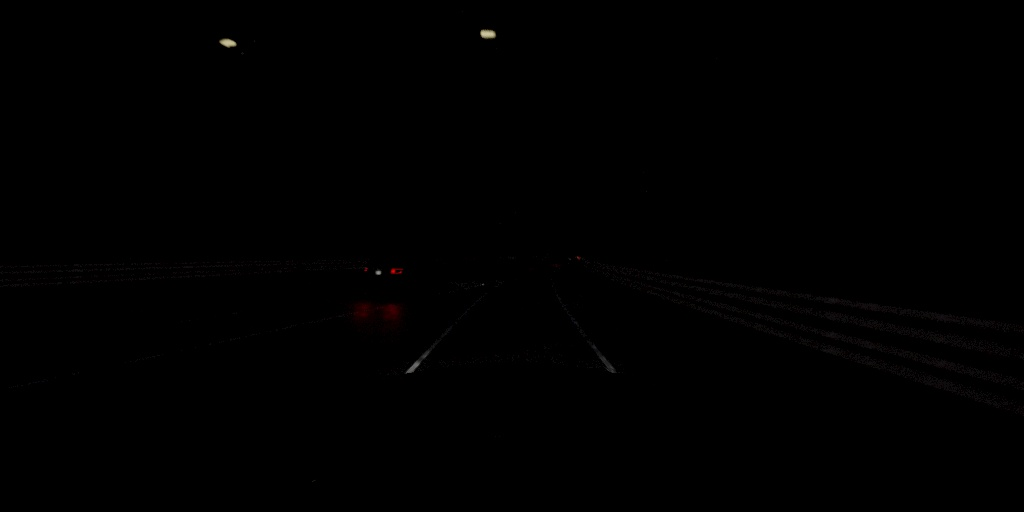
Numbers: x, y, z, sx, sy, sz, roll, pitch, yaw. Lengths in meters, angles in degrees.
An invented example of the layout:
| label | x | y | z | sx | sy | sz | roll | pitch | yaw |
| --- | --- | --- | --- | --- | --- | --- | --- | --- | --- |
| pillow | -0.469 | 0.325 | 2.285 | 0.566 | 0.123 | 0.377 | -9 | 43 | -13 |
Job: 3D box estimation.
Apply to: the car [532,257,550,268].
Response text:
| label | x | y | z | sx | sy | sz | roll | pitch | yaw |
| --- | --- | --- | --- | --- | --- | --- | --- | --- | --- |
| car | 4.069 | 0.884 | 50.573 | 1.882 | 1.535 | 5.008 | 1 | 0 | 15 |

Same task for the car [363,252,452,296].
| label | x | y | z | sx | sy | sz | roll | pitch | yaw |
| --- | --- | --- | --- | --- | --- | --- | --- | --- | --- |
| car | -5.077 | 0.805 | 18.223 | 2.150 | 2.045 | 5.566 | 1 | 0 | 17 |
